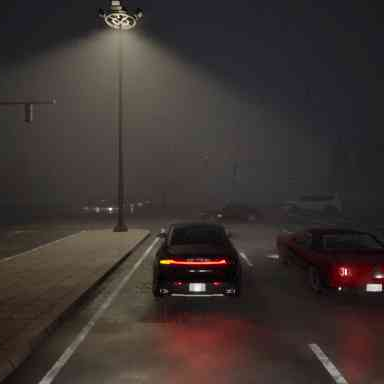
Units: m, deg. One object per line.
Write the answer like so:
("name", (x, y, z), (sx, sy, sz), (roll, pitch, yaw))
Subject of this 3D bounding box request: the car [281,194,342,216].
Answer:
("car", (11.630, 1.223, 32.486), (5.566, 2.045, 2.150), (0, 0, 7))

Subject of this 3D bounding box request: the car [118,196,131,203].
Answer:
("car", (-14.538, 1.553, 72.091), (1.994, 1.385, 4.181), (0, 0, 0))

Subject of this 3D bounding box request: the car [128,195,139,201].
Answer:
("car", (-14.456, 1.517, 82.295), (1.812, 1.442, 4.674), (0, 0, 1))

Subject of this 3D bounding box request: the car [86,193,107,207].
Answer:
("car", (-14.759, 1.221, 51.895), (2.150, 2.045, 5.566), (0, 0, 0))

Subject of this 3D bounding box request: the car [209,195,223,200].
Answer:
("car", (3.984, 1.601, 60.684), (1.895, 1.301, 4.718), (0, 0, 0))

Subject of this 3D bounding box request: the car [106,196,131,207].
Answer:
("car", (-11.267, 1.601, 51.345), (1.895, 1.301, 4.718), (0, 0, 0))

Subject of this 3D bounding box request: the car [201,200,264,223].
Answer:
("car", (2.946, 1.526, 24.644), (4.674, 1.442, 1.812), (0, 0, -2))

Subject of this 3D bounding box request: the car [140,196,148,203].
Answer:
("car", (-11.056, 1.595, 69.329), (1.895, 1.301, 4.718), (0, 0, 0))

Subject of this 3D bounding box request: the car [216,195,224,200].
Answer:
("car", (7.859, 1.553, 94.684), (1.994, 1.385, 4.181), (0, 0, 2))

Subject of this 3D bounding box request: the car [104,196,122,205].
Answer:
("car", (-14.651, 1.547, 62.144), (2.033, 1.411, 5.357), (0, 0, 1))

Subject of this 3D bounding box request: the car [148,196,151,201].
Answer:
("car", (-10.989, 1.552, 79.180), (1.994, 1.385, 4.181), (0, 0, 0))

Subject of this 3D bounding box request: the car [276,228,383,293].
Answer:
("car", (3.630, 1.601, 8.784), (1.895, 1.301, 4.718), (0, 0, 1))

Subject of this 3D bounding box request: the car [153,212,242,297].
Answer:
("car", (0.127, 1.505, 8.540), (1.837, 1.490, 4.892), (0, 0, 1))

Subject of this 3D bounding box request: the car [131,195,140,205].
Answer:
("car", (-11.185, 1.505, 60.355), (1.837, 1.490, 4.892), (0, 0, 1))
